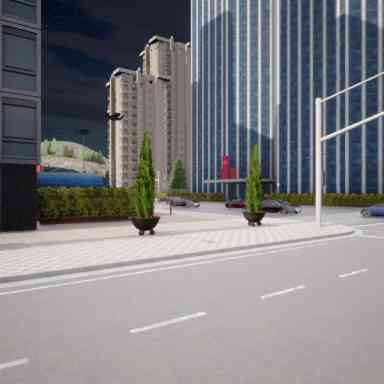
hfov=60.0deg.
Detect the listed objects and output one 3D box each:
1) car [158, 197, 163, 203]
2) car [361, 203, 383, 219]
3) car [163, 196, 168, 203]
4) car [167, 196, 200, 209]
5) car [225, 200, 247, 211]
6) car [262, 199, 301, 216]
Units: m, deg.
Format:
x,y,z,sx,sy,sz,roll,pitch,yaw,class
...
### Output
x,y,z,sx,sy,sz,roll,pitch,yaw,class
-5.345,1.498,69.719,2.128,1.511,4.902,0,0,-36,car
16.349,1.564,27.575,1.994,1.385,4.181,0,0,-36,car
-2.115,1.478,53.050,1.882,1.535,5.008,0,1,-36,car
-0.846,1.489,45.303,2.128,1.511,4.902,0,0,-36,car
6.296,1.601,41.400,1.895,1.301,4.718,0,0,-36,car
8.345,1.491,32.604,2.128,1.511,4.902,0,0,-36,car
